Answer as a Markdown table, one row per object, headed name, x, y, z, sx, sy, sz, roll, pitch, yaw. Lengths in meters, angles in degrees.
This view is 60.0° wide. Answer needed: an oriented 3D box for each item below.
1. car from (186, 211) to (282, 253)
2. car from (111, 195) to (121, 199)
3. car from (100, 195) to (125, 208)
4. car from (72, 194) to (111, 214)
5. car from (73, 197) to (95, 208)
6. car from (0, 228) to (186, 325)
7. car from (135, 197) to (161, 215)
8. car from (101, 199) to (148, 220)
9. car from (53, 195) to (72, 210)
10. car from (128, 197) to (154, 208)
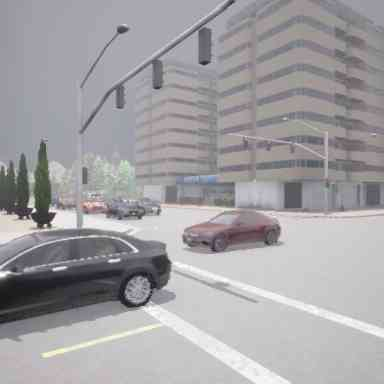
| name | x | y | z | sx | sy | sz | roll | pitch | yaw |
| --- | --- | --- | --- | --- | --- | --- | --- | --- | --- |
| car | 1.784 | 1.526 | 13.840 | 4.674 | 1.442 | 1.812 | 0 | 0 | -35 |
| car | -10.075 | 1.505 | 40.538 | 1.837 | 1.490 | 4.892 | 0 | 0 | -35 |
| car | -11.991 | 1.352 | 49.772 | 2.097 | 1.767 | 4.553 | 0 | 0 | -35 |
| car | -10.763 | 1.352 | 35.391 | 2.097 | 1.767 | 4.553 | 0 | 0 | -35 |
| car | -15.962 | 1.505 | 49.033 | 1.837 | 1.490 | 4.892 | 0 | 0 | -34 |
| car | -2.697 | 1.505 | 6.365 | 4.892 | 1.490 | 1.837 | 0 | 0 | -35 |
| car | -4.830 | 1.492 | 32.982 | 2.128 | 1.511 | 4.902 | 0 | 0 | -35 |
| car | -5.806 | 1.564 | 28.258 | 1.994 | 1.385 | 4.181 | 0 | 0 | -35 |
| car | -16.403 | 1.526 | 43.524 | 1.812 | 1.442 | 4.674 | 0 | 0 | -35 |
| car | -7.726 | 1.504 | 49.766 | 1.837 | 1.490 | 4.892 | 0 | 0 | -35 |
